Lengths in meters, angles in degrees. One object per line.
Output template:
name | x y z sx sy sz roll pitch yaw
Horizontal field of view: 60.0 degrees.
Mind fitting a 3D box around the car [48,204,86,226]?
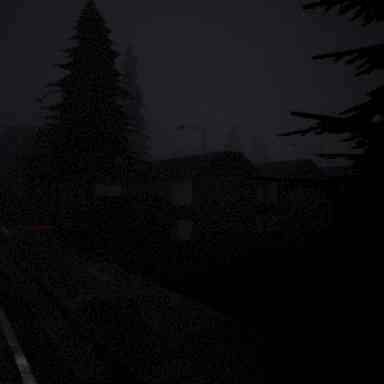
car | -7.957 1.651 24.736 5.008 1.535 1.882 1 -1 -36
